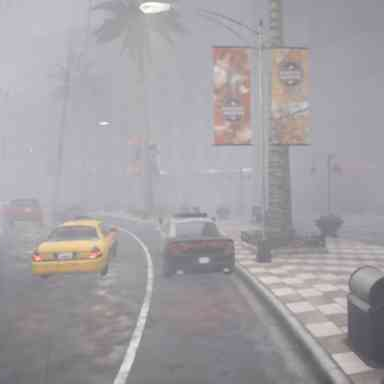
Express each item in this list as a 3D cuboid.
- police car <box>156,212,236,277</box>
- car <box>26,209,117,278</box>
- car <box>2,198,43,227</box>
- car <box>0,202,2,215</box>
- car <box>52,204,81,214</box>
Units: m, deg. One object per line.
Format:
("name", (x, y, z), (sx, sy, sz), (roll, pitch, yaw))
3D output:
("police car", (-0.078, 1.474, 10.648), (1.930, 1.638, 5.238), (-1, 0, -8))
("car", (-3.439, 1.548, 10.576), (1.801, 1.575, 5.366), (-1, 0, -8))
("car", (-13.001, 1.503, 25.643), (2.150, 2.045, 5.566), (0, -1, -33))
("car", (-23.446, 1.967, 40.975), (5.008, 1.535, 1.882), (-1, -1, 36))
("car", (-10.464, 1.754, 27.960), (2.128, 1.511, 4.902), (0, 0, -34))
